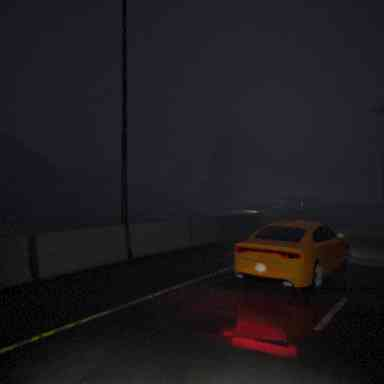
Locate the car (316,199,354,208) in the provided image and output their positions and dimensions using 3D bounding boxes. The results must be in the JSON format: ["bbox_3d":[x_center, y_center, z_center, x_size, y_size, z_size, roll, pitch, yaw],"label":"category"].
[{"bbox_3d":[17.461,1.822,39.766,5.357,1.411,2.033,0,-1,-40],"label":"car"}]

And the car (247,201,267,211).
[{"bbox_3d":[9.692,1.906,46.941,4.181,1.385,1.994,0,-1,-40],"label":"car"}]

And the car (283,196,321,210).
[{"bbox_3d":[14.336,1.521,41.705,5.566,2.045,2.150,1,-1,-40],"label":"car"}]

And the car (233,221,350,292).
[{"bbox_3d":[3.016,1.545,9.361,1.882,1.535,5.008,0,-1,37],"label":"car"}]

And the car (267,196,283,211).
[{"bbox_3d":[13.093,1.532,45.242,5.566,2.045,2.150,0,-1,-40],"label":"car"}]
